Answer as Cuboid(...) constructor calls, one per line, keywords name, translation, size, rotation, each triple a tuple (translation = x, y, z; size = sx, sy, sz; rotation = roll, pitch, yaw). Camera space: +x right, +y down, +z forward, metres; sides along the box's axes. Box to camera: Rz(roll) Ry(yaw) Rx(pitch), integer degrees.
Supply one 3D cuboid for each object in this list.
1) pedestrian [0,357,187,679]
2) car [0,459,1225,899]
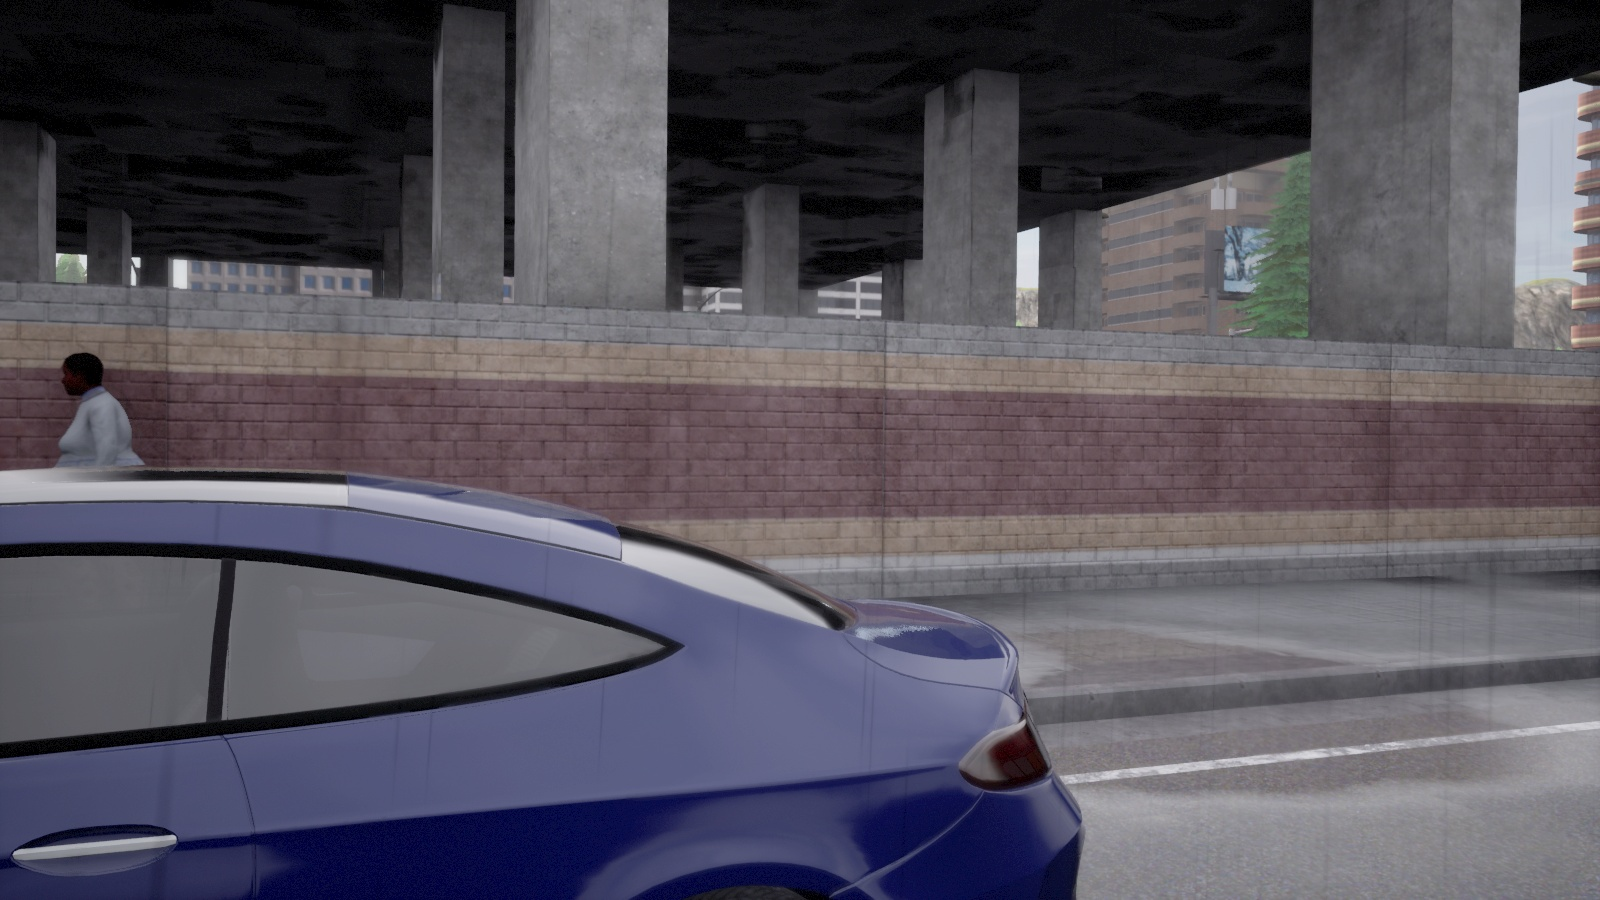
Cuboid(name="pedestrian", translation=(-4.365, 0.382, 7.780), size=(0.900, 1.855, 0.874), rotation=(-1, 1, -20))
Cuboid(name="car", translation=(-1.621, 0.799, 2.622), size=(4.674, 1.442, 1.812), rotation=(-1, 1, -21))
